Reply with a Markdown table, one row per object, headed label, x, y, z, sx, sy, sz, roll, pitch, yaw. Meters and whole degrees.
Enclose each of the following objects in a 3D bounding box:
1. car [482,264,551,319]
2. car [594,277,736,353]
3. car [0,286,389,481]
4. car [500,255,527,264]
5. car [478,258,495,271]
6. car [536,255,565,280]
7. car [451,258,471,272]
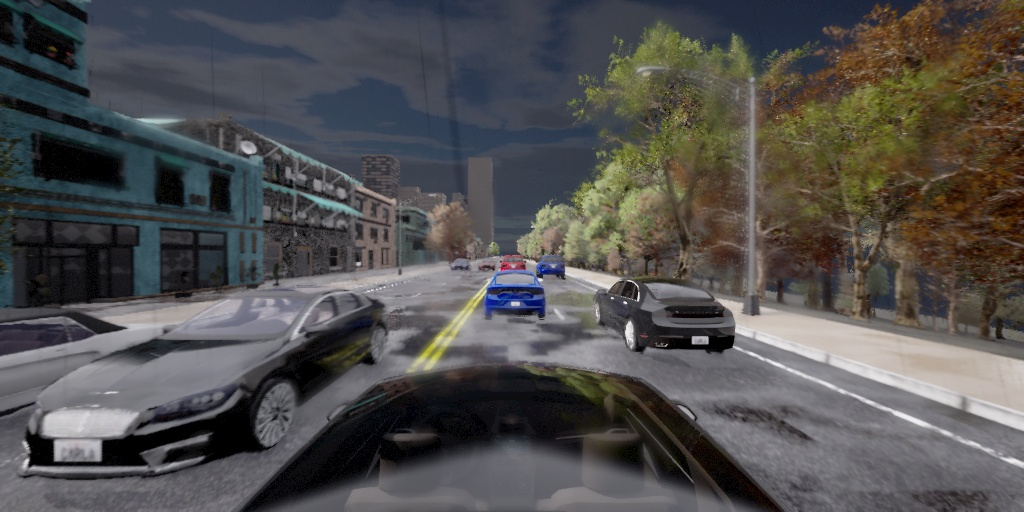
| label | x | y | z | sx | sy | sz | roll | pitch | yaw |
| --- | --- | --- | --- | --- | --- | --- | --- | --- | --- |
| car | 0.102 | 1.227 | 12.797 | 1.882 | 1.535 | 5.008 | 0 | 0 | 0 |
| car | 3.352 | 1.254 | 8.803 | 1.837 | 1.490 | 4.892 | 0 | 0 | 0 |
| car | -3.350 | 1.242 | 5.217 | 2.128 | 1.511 | 4.902 | 0 | 0 | 0 |
| car | 0.107 | 0.970 | 31.716 | 2.150 | 2.045 | 5.566 | 0 | 0 | 0 |
| car | -3.320 | 1.098 | 48.090 | 2.097 | 1.767 | 4.553 | 0 | 0 | 0 |
| car | 3.356 | 0.969 | 31.776 | 2.150 | 2.045 | 5.566 | 0 | 0 | 0 |
| car | -6.571 | 1.099 | 46.414 | 2.097 | 1.767 | 4.553 | 0 | 0 | 0 |
